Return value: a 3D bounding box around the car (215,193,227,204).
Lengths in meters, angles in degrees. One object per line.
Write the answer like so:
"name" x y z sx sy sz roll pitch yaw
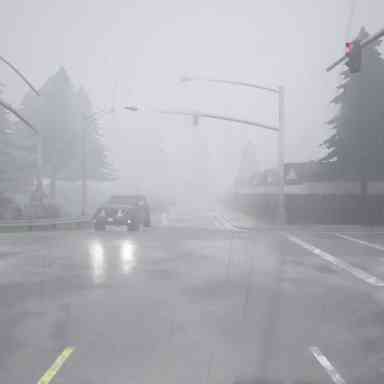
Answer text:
"car" 6.889 1.206 60.906 5.566 2.045 2.150 0 0 -22

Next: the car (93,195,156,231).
"car" -3.876 1.167 19.585 2.150 2.045 5.566 0 -2 5

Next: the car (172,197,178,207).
"car" -3.334 1.504 51.014 1.837 1.490 4.892 0 -1 5

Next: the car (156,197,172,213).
"car" -3.599 1.505 36.551 1.837 1.490 4.892 0 0 0
